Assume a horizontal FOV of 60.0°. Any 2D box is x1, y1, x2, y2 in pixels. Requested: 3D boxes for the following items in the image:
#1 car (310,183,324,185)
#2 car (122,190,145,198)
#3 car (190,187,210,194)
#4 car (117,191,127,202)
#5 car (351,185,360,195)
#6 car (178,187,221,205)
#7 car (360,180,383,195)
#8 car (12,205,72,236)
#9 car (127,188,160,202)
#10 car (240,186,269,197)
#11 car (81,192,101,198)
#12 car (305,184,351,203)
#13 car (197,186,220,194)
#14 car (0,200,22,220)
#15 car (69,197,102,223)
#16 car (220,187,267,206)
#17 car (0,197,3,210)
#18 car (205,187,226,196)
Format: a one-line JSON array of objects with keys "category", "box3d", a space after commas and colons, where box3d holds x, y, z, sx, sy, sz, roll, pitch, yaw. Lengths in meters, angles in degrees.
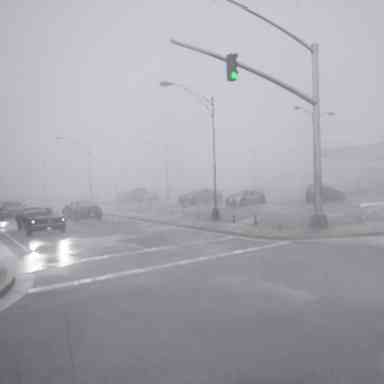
[{"category": "car", "box3d": [16.886, -0.283, 43.446, 4.605, 1.855, 1.932, -3, 2, -36]}, {"category": "car", "box3d": [-11.507, 0.411, 65.458, 3.806, 1.475, 1.970, -3, 2, -36]}, {"category": "car", "box3d": [1.854, -0.347, 78.737, 4.514, 1.523, 2.007, -3, 2, -36]}, {"category": "car", "box3d": [-8.547, 0.409, 48.373, 4.605, 1.855, 1.932, -3, 2, -36]}, {"category": "car", "box3d": [23.754, -0.345, 48.426, 3.806, 1.475, 1.970, -3, 2, -36]}, {"category": "car", "box3d": [0.949, 0.442, 35.863, 5.027, 1.636, 2.152, -3, 2, -36]}, {"category": "car", "box3d": [25.189, -0.607, 45.363, 3.866, 1.878, 1.905, -3, 2, -36]}, {"category": "car", "box3d": [-8.544, 1.553, 18.676, 1.895, 1.301, 4.718, -3, 2, -36]}, {"category": "car", "box3d": [-6.518, 0.371, 46.253, 3.866, 1.878, 1.905, -3, 2, -36]}, {"category": "car", "box3d": [10.203, -0.105, 53.983, 4.514, 1.523, 2.007, -3, 2, -36]}, {"category": "car", "box3d": [-19.268, 0.687, 63.553, 3.633, 1.501, 1.845, -3, 2, -36]}, {"category": "car", "box3d": [12.817, 0.299, 31.977, 4.514, 1.523, 2.007, -3, 2, -36]}, {"category": "car", "box3d": [3.726, -0.359, 76.219, 5.027, 1.636, 2.152, -3, 2, -36]}, {"category": "car", "box3d": [-15.101, 1.459, 27.809, 1.837, 1.490, 4.892, -3, 2, -36]}, {"category": "car", "box3d": [-8.005, 1.342, 24.091, 1.812, 1.442, 4.674, -3, 2, -36]}, {"category": "car", "box3d": [4.958, 0.506, 30.841, 3.806, 1.475, 1.970, -3, 2, -36]}, {"category": "car", "box3d": [-25.208, 1.468, 42.013, 1.837, 1.490, 4.892, -3, 1, -35]}, {"category": "car", "box3d": [4.409, -0.080, 62.124, 3.633, 1.501, 1.845, -3, 2, -36]}]
